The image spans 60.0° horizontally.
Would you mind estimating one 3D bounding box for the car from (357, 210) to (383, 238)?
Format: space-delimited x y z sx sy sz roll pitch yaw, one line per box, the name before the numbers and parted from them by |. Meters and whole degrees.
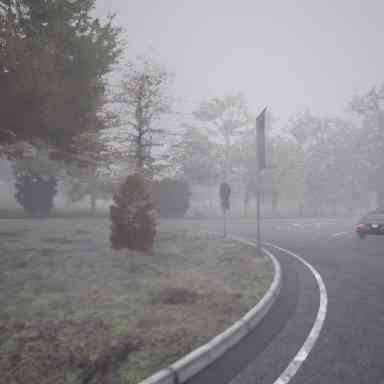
car | 10.355 1.690 17.867 2.033 1.411 5.357 -1 -1 39
